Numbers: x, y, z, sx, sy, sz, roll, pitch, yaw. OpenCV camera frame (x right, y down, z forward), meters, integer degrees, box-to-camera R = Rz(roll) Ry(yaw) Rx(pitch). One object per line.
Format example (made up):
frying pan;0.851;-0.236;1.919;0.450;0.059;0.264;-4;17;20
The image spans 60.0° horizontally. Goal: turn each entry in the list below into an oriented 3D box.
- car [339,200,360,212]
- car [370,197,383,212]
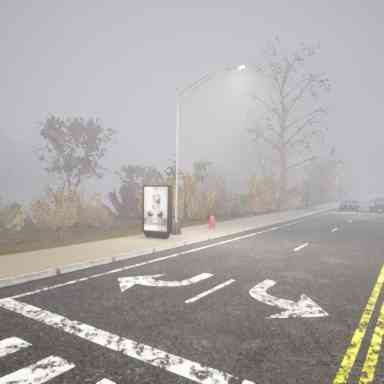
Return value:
car;18.778;1.602;39.625;1.994;1.385;4.181;0;0;31
car;21.590;1.393;37.996;2.097;1.767;4.553;0;0;31
